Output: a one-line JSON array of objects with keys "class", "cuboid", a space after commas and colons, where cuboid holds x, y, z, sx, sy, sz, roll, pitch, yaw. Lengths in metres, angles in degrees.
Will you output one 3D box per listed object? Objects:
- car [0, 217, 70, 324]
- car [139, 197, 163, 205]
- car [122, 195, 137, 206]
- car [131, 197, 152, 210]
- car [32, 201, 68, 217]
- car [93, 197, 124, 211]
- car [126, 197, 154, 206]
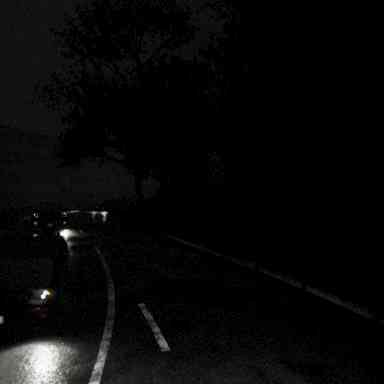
[{"class": "car", "cuboid": [-3.803, 1.555, 7.543, 2.033, 1.411, 5.357, 0, 0, -18]}, {"class": "car", "cuboid": [-8.782, 1.921, 70.889, 4.674, 1.452, 2.002, 0, 0, 15]}, {"class": "car", "cuboid": [-11.740, 1.582, 59.981, 5.566, 2.045, 2.435, 0, 0, 15]}, {"class": "car", "cuboid": [-6.767, 1.828, 48.608, 1.812, 1.442, 4.674, 0, 0, 15]}, {"class": "car", "cuboid": [-9.405, 1.438, 22.065, 2.097, 1.767, 4.553, 0, -1, -23]}, {"class": "car", "cuboid": [-11.334, 1.776, 44.377, 1.837, 1.490, 4.892, 0, -1, 15]}, {"class": "car", "cuboid": [-10.251, 1.860, 65.433, 5.008, 1.535, 2.097, 0, 0, 15]}]
